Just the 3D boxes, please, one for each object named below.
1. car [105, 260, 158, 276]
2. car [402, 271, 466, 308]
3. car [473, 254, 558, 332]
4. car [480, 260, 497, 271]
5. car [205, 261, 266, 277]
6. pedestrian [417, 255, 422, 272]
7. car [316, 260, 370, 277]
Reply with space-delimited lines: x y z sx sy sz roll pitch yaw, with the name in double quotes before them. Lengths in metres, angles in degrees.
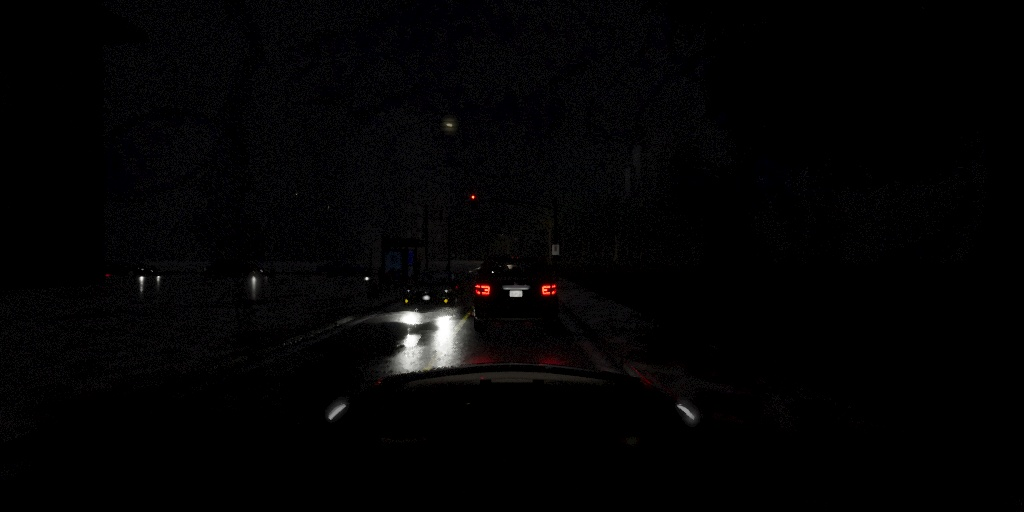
"car" -35.719 1.145 33.214 4.892 1.490 1.837 0 1 2
"car" -3.096 1.308 14.922 1.994 1.385 4.181 0 0 0
"car" 0.098 0.968 10.992 2.150 2.045 5.566 0 0 0
"car" -3.087 1.249 48.203 2.033 1.411 5.357 0 0 0
"car" -25.346 1.175 32.938 4.892 1.490 1.837 0 0 1
"pedestrian" -10.075 0.800 38.781 0.375 1.860 0.375 0 0 1
"car" -15.160 1.176 32.680 5.008 1.535 1.882 0 0 0
